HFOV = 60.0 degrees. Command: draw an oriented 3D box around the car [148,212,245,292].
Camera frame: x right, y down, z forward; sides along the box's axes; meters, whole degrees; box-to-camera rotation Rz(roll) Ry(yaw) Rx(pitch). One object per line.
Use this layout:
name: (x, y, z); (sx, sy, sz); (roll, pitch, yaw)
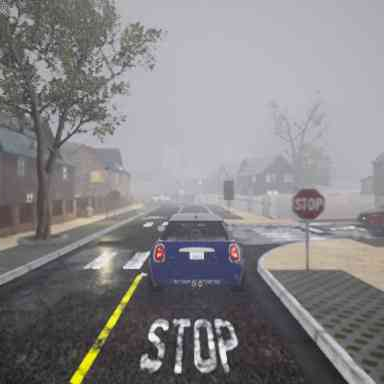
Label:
car: (0.101, 1.334, 9.016); (2.097, 1.767, 4.553); (0, 0, 0)

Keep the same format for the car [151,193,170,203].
car: (-6.605, 1.238, 69.552); (2.150, 2.045, 5.566); (0, 0, -34)

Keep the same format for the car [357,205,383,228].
car: (11.432, 1.222, 18.342); (4.181, 1.385, 1.994); (-1, 0, -1)
